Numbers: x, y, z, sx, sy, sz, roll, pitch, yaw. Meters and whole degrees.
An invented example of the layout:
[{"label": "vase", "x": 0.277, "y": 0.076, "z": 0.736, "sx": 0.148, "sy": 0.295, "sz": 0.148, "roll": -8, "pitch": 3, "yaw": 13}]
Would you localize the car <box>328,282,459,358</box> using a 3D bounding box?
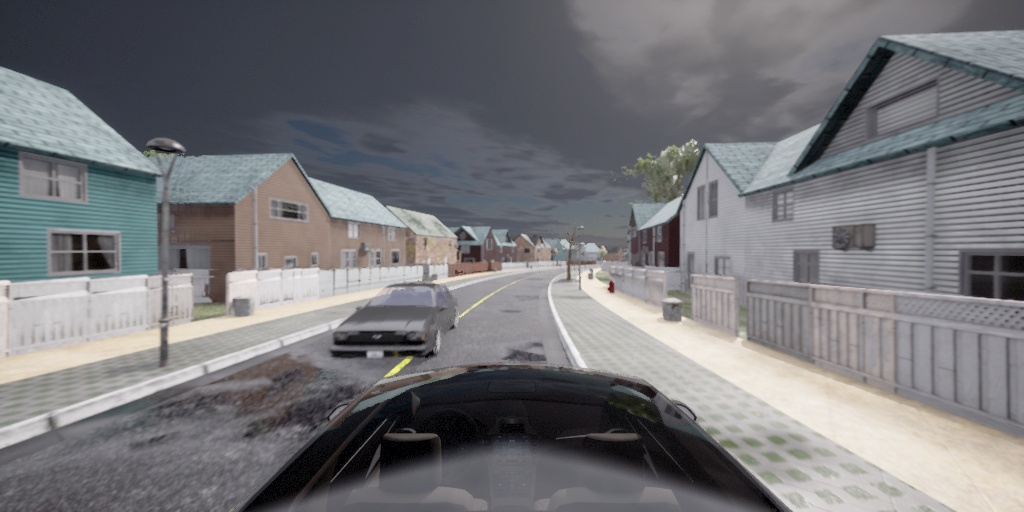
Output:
[{"label": "car", "x": -2.458, "y": 1.380, "z": 8.978, "sx": 2.033, "sy": 1.411, "sz": 5.357, "roll": 0, "pitch": -1, "yaw": -1}]
